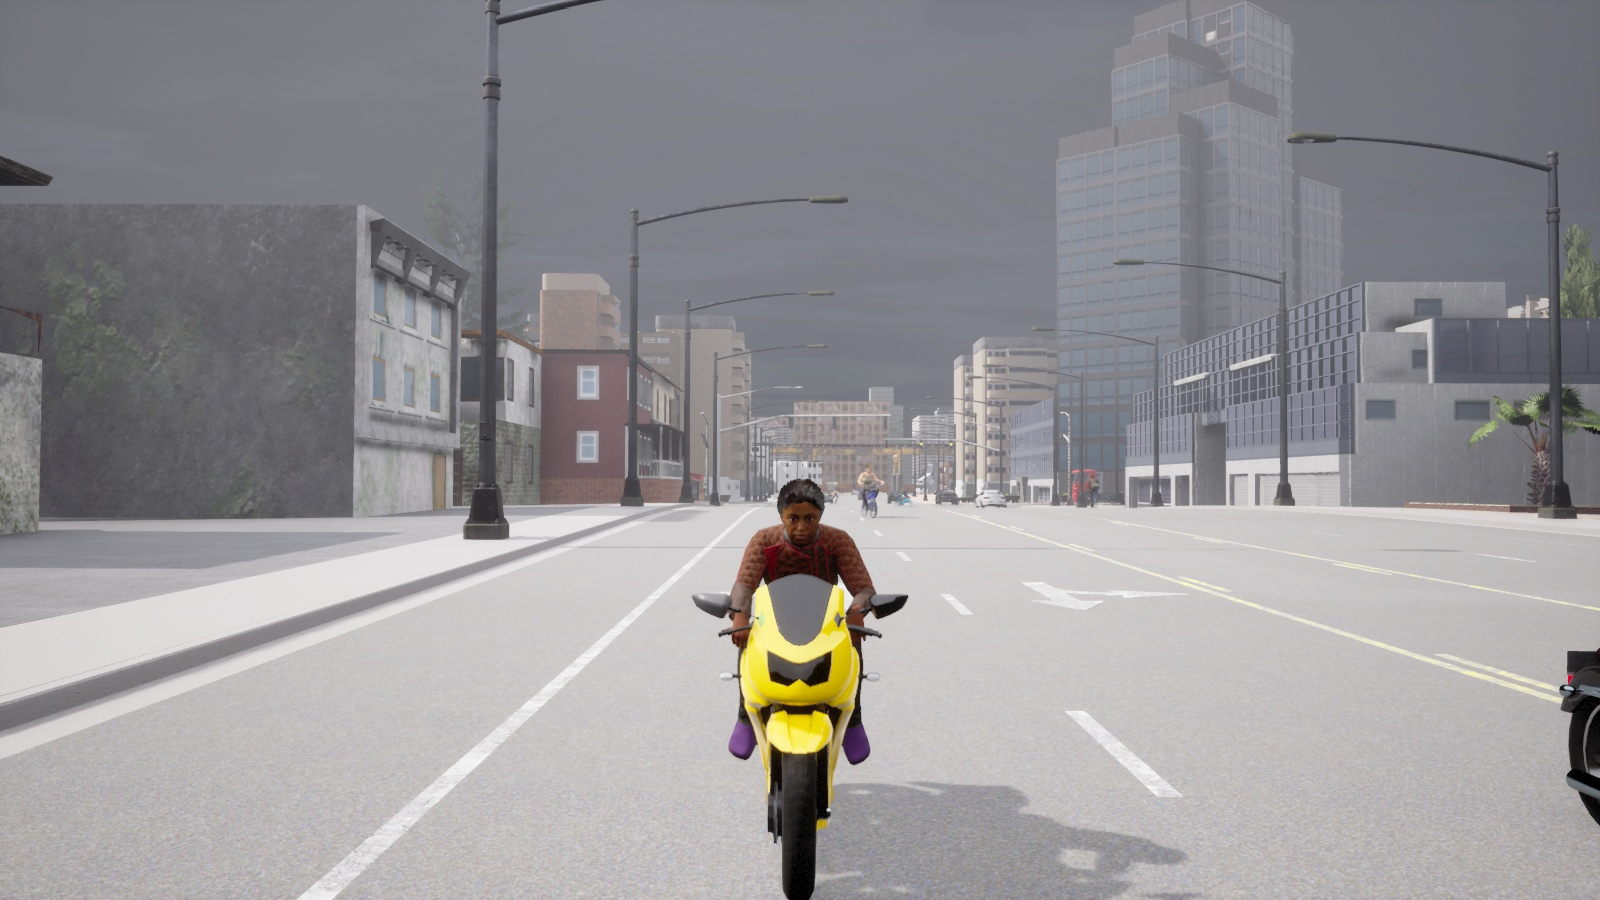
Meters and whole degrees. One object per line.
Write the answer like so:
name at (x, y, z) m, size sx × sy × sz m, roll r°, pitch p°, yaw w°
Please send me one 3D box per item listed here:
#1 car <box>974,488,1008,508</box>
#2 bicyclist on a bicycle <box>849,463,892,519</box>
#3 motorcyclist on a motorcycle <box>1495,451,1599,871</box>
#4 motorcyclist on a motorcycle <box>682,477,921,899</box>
car at (14.161, 3.567, 93.170) m, size 1.812 × 1.442 × 4.674 m, roll 0°, pitch -2°, yaw 0°
bicyclist on a bicycle at (2.090, 1.194, 37.179) m, size 0.866 × 1.612 × 1.509 m, roll 0°, pitch -1°, yaw -14°
motorcyclist on a motorcycle at (3.517, 0.821, 4.477) m, size 0.766 × 1.649 × 2.350 m, roll 0°, pitch -1°, yaw 0°
motorcyclist on a motorcycle at (0.010, 0.877, 5.230) m, size 0.797 × 1.523 × 2.044 m, roll 0°, pitch -1°, yaw 0°
